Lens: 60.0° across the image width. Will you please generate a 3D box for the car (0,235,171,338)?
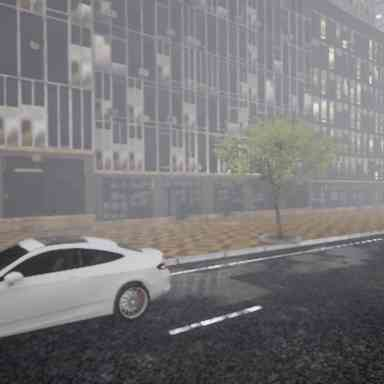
[{"bbox_3d":[-2.567,1.528,5.724,4.674,1.442,1.812,0,0,-36],"label":"car"}]
